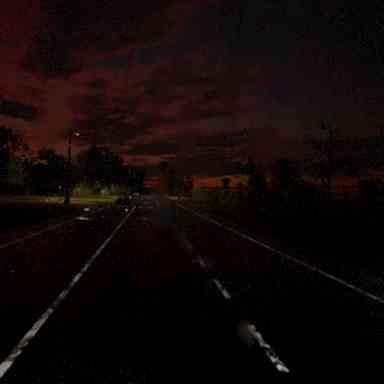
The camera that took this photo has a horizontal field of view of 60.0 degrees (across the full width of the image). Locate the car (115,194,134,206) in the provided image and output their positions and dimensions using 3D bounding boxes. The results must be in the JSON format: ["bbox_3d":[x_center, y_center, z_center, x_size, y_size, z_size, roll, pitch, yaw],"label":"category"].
[{"bbox_3d":[-9.673,1.268,46.993,1.994,1.385,4.181,3,0,-7],"label":"car"}]
